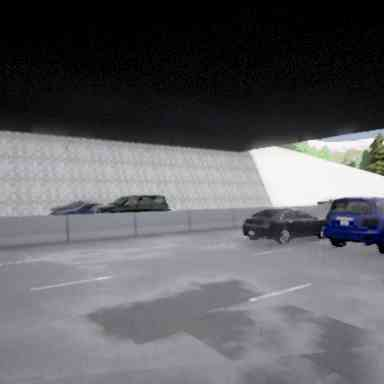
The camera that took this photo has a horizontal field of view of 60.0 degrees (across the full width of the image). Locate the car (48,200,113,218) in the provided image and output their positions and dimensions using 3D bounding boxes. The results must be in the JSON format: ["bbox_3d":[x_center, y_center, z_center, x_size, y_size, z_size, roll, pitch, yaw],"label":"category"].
[{"bbox_3d":[-10.321,1.560,31.037,5.357,1.411,2.033,0,0,-36],"label":"car"}]

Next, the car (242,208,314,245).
[{"bbox_3d":[4.515,1.500,15.584,4.892,1.490,1.837,0,0,-36],"label":"car"}]

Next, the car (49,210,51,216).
[{"bbox_3d":[-9.134,1.502,27.582,4.902,1.511,2.128,0,0,-36],"label":"car"}]

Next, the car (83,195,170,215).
[{"bbox_3d":[-4.117,1.226,22.565,5.566,2.045,2.150,0,0,-36],"label":"car"}]

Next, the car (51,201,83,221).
[{"bbox_3d":[-7.490,1.535,24.455,4.674,1.442,1.812,0,0,-36],"label":"car"}]

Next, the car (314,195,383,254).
[{"bbox_3d":[7.675,1.212,13.541,5.566,2.045,2.150,0,0,-36],"label":"car"}]

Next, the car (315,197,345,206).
[{"bbox_3d":[22.614,1.519,54.487,5.357,1.411,2.033,0,0,-35],"label":"car"}]

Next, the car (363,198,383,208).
[{"bbox_3d":[27.639,1.566,49.475,4.718,1.301,1.895,0,0,-35],"label":"car"}]

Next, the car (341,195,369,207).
[{"bbox_3d":[25.673,1.320,52.372,4.553,1.767,2.097,0,0,-35],"label":"car"}]
